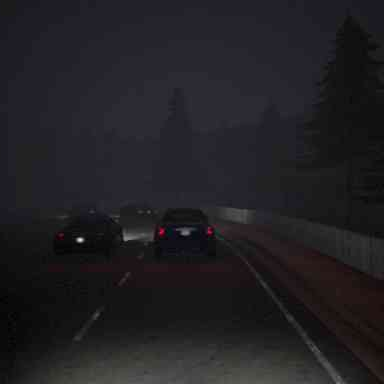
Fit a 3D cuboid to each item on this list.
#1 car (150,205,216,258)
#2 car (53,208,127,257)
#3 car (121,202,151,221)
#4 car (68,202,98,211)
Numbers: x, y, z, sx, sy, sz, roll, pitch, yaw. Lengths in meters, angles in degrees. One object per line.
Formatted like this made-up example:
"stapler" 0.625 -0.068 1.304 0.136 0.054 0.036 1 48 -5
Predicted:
"car" -0.391 1.347 12.899 2.097 1.767 4.553 0 0 -5
"car" -3.891 1.560 13.048 1.994 1.385 4.181 0 0 -5
"car" -4.510 1.537 27.307 2.033 1.411 5.357 0 0 -30
"car" -9.012 1.555 27.779 1.994 1.385 4.181 0 0 -34
